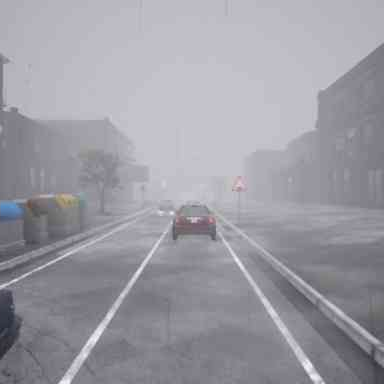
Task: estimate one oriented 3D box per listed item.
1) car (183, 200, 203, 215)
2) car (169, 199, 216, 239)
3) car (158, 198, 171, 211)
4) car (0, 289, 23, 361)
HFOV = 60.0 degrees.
[{"bbox_3d":[0.096,1.617,36.011,2.033,1.411,5.357,0,0,0],"label":"car"},{"bbox_3d":[0.099,1.376,17.577,2.097,1.767,4.553,0,0,0],"label":"car"},{"bbox_3d":[-3.091,1.581,41.686,1.837,1.490,4.892,0,0,0],"label":"car"},{"bbox_3d":[-3.101,1.548,1.947,2.033,1.411,5.357,0,0,0],"label":"car"}]
